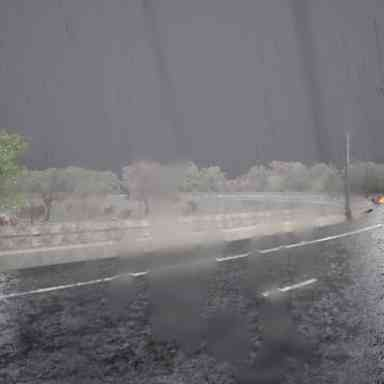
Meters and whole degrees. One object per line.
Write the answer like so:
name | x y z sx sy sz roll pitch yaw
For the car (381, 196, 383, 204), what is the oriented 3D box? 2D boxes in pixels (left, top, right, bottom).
car | 34.711 1.778 57.337 1.895 1.301 4.718 0 0 17

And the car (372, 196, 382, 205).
car | 37.023 1.567 64.833 2.097 1.767 4.553 0 0 15

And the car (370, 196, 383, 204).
car | 37.302 1.574 65.931 2.128 1.511 4.902 0 0 12
